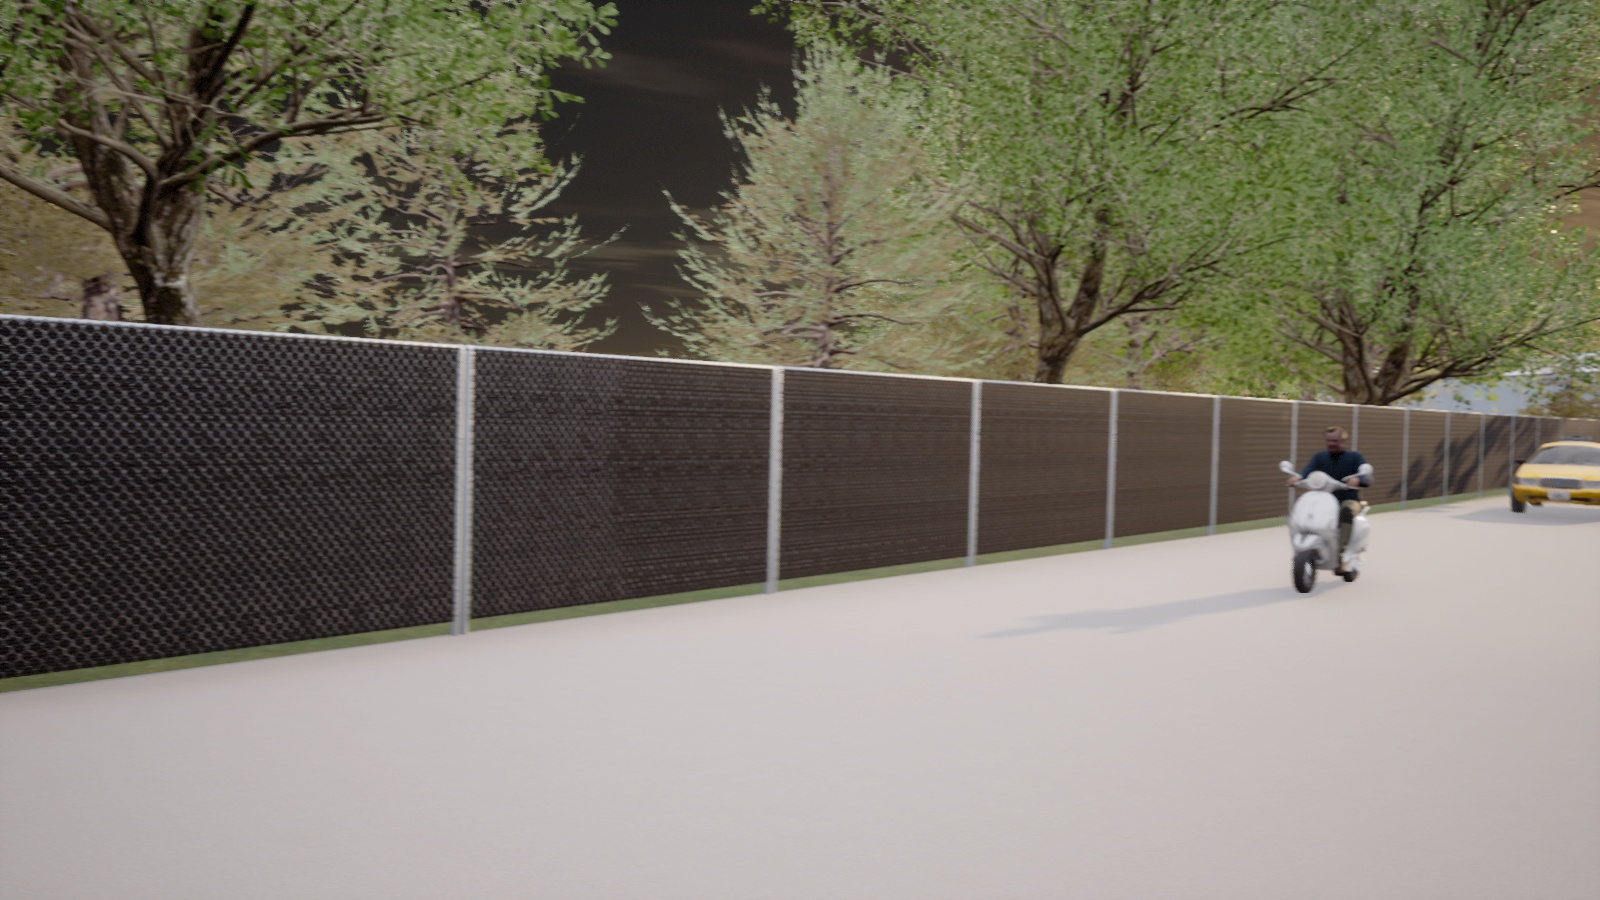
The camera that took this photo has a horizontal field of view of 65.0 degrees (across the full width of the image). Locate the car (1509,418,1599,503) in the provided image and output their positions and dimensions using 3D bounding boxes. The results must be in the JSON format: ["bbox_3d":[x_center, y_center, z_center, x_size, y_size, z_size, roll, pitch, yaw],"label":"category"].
[{"bbox_3d":[16.015,0.132,25.867,1.801,1.575,5.366,1,2,36],"label":"car"}]

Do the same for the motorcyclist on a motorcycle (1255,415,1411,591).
[{"bbox_3d":[5.263,0.456,12.339,0.866,1.590,1.817,2,2,41],"label":"motorcyclist on a motorcycle"}]
